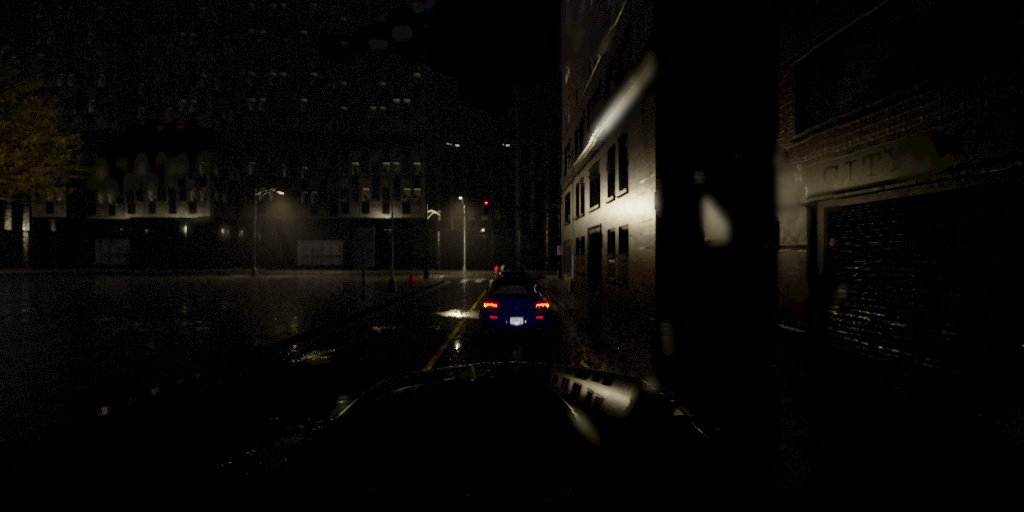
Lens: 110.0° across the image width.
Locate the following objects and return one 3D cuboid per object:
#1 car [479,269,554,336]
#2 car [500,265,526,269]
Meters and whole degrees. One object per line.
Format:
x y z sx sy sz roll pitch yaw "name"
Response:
0.102 1.269 10.243 1.812 1.442 4.674 0 0 0 "car"
0.090 1.226 20.368 2.128 1.511 4.902 0 0 1 "car"
